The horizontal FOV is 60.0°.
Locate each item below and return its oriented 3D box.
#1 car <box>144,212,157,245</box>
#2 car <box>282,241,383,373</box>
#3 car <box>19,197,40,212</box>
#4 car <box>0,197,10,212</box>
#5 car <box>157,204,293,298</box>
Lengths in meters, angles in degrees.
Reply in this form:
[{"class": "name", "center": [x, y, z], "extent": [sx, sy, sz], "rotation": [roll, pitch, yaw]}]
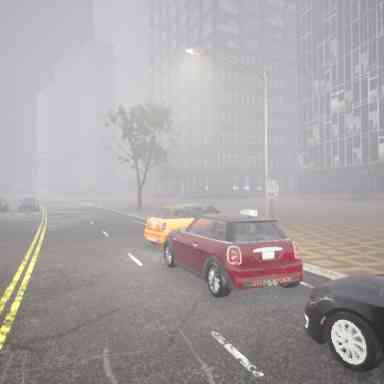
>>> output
[{"class": "car", "center": [0.316, 1.278, 14.297], "extent": [4.553, 1.767, 2.097], "rotation": [-3, 1, -31]}, {"class": "car", "center": [3.570, 1.502, 3.512], "extent": [1.837, 1.490, 4.892], "rotation": [0, -1, -36]}, {"class": "car", "center": [-19.210, 1.388, 39.309], "extent": [2.097, 1.767, 4.553], "rotation": [0, 0, -25]}, {"class": "car", "center": [-22.166, 1.385, 37.960], "extent": [2.097, 1.767, 4.553], "rotation": [0, 0, -25]}, {"class": "car", "center": [0.788, 1.354, 8.946], "extent": [2.097, 1.767, 4.553], "rotation": [0, 0, -23]}]
